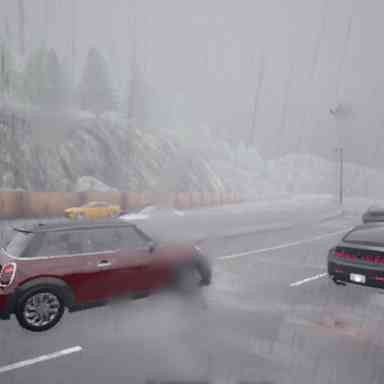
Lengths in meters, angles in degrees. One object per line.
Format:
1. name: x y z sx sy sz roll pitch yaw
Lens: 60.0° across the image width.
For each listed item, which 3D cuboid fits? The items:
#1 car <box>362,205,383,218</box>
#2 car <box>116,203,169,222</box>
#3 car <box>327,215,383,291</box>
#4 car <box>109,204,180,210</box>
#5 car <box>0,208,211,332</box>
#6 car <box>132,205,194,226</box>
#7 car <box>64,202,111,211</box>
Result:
1. car: 12.233 1.600 21.278 1.837 1.490 4.892 0 0 38
2. car: -4.204 1.706 28.643 1.994 1.385 4.181 0 0 42
3. car: 5.254 1.543 8.515 4.892 1.490 1.837 0 0 -42
4. car: -2.427 1.627 20.574 4.674 1.442 1.812 1 -1 -44
5. car: -1.751 1.389 7.156 4.553 1.767 2.097 0 0 -37
6. car: -2.140 1.727 25.753 1.895 1.301 4.718 0 0 43
7. car: -8.671 1.624 29.101 1.882 1.535 5.008 0 -1 45
